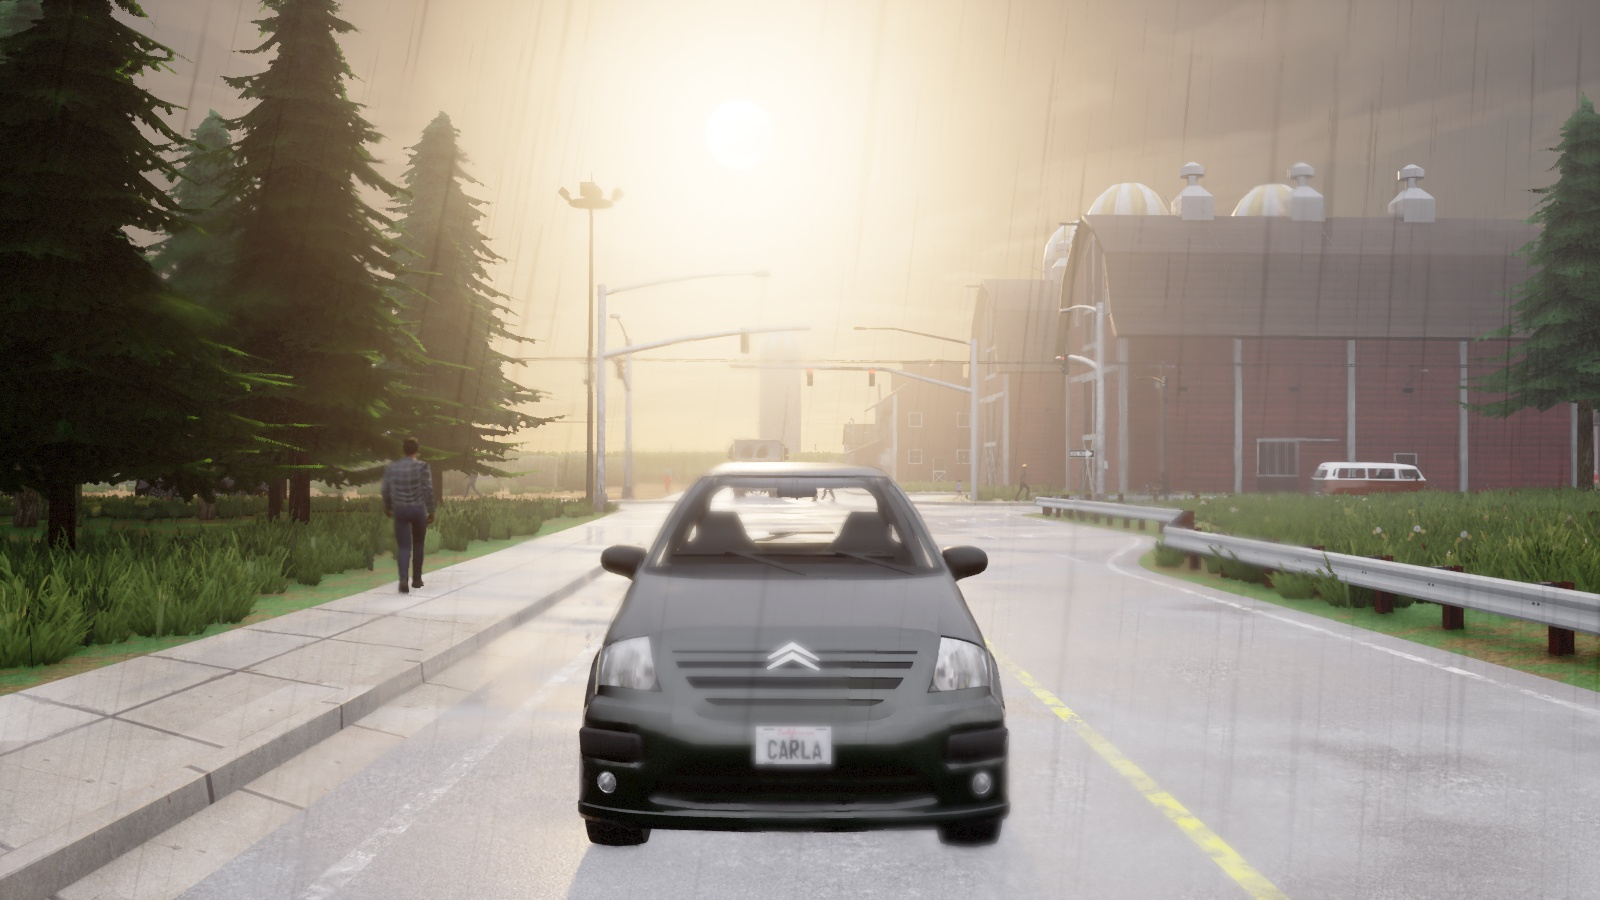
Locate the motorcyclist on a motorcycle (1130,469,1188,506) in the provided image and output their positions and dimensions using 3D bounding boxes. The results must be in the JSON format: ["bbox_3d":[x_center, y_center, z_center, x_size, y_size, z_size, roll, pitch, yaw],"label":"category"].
[{"bbox_3d":[15.962,1.663,55.810,2.350,1.649,0.766,0,-1,-1],"label":"motorcyclist on a motorcycle"}]

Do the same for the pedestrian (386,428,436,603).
[{"bbox_3d":[-4.473,0.737,14.472,0.423,1.949,0.788,0,-1,-7],"label":"pedestrian"}]

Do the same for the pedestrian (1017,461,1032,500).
[{"bbox_3d":[10.738,1.458,59.963,0.634,1.846,0.331,0,-1,-1],"label":"pedestrian"}]

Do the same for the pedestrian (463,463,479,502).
[{"bbox_3d":[-15.704,1.557,59.961,0.614,1.847,0.353,0,-1,8],"label":"pedestrian"}]

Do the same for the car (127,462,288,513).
[{"bbox_3d":[-24.170,1.518,51.378,5.566,2.045,2.150,0,-1,-1],"label":"car"}]

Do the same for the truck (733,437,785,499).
[{"bbox_3d":[-2.453,1.075,73.816,2.891,3.462,7.936,0,-1,-2],"label":"truck"}]

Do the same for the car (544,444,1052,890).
[{"bbox_3d":[-0.021,0.823,6.581,1.851,1.617,3.988,0,-1,0],"label":"car"}]

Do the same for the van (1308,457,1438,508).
[{"bbox_3d":[23.893,1.349,52.499,4.480,2.038,2.069,0,-1,-1],"label":"van"}]
